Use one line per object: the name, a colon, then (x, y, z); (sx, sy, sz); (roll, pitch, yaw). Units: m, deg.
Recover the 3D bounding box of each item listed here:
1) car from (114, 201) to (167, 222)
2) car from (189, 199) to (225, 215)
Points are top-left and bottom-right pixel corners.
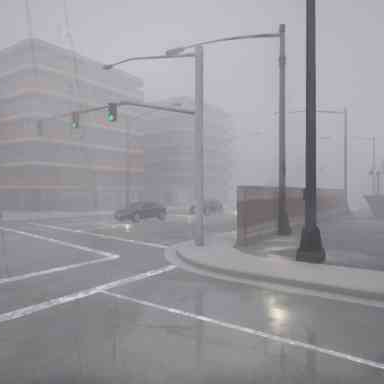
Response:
car: (-3.966, 1.505, 26.333); (1.837, 1.490, 4.892); (0, 0, 35)
car: (1.626, 1.505, 34.455); (1.837, 1.490, 4.892); (0, 0, 35)
